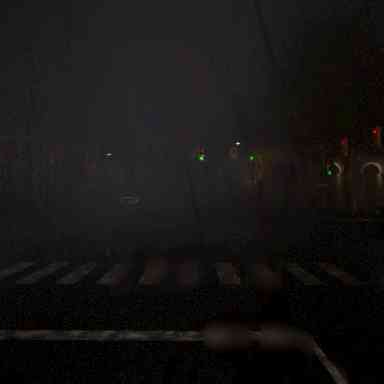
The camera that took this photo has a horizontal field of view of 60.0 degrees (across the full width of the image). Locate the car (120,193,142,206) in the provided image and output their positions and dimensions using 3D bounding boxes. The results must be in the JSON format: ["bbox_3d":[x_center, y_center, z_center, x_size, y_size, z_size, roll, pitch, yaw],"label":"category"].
[{"bbox_3d":[-10.211,1.228,54.838,2.150,2.045,5.566,0,0,0],"label":"car"}]

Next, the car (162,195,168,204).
[{"bbox_3d":[-6.516,1.498,66.377,2.128,1.511,4.902,0,0,2],"label":"car"}]

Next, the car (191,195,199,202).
[{"bbox_3d":[0.727,1.458,78.571,2.128,1.511,4.902,0,0,1],"label":"car"}]

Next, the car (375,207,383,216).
[{"bbox_3d":[18.598,1.529,29.144,4.674,1.442,1.812,0,0,1],"label":"car"}]

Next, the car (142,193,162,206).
[{"bbox_3d":[-6.704,1.227,56.251,2.150,2.045,5.566,0,0,-1],"label":"car"}]

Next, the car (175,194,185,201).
[{"bbox_3d":[-2.773,1.288,78.601,2.097,1.767,4.553,0,0,1],"label":"car"}]

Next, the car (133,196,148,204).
[{"bbox_3d":[-10.048,1.554,65.071,2.033,1.411,5.357,0,0,2],"label":"car"}]
